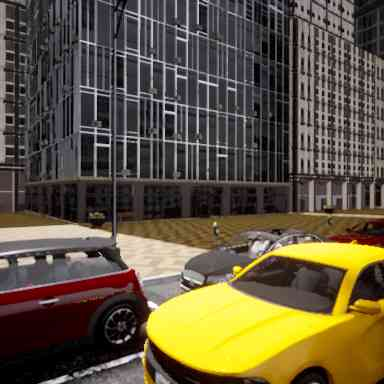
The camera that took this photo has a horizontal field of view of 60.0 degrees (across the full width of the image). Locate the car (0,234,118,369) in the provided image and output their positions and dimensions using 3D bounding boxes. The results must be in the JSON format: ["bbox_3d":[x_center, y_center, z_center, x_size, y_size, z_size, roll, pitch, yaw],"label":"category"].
[{"bbox_3d":[-2.733,1.441,4.613,4.097,1.590,1.967,0,0,-35],"label":"car"}]

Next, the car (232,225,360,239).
[{"bbox_3d":[1.778,1.570,7.813,4.403,1.369,2.008,0,0,-35],"label":"car"}]

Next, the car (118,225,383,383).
[{"bbox_3d":[1.766,1.490,4.506,5.008,1.535,1.882,0,0,-35],"label":"car"}]

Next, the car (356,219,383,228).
[{"bbox_3d":[6.291,1.582,11.014,4.507,1.381,1.887,0,0,-35],"label":"car"}]
